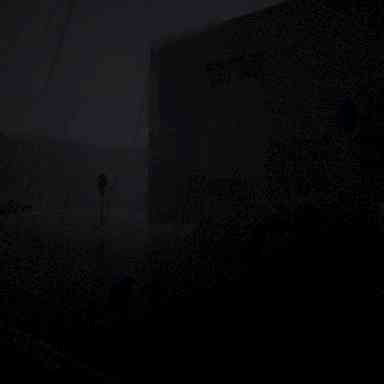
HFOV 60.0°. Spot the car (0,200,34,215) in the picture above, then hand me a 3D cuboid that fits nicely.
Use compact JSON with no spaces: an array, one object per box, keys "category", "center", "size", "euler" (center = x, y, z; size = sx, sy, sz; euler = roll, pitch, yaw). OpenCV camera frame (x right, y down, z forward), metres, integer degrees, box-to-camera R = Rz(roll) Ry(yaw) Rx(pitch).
[{"category":"car","center":[-17.690,1.494,32.792],"size":[1.994,1.385,4.181],"euler":[1,-1,19]}]
